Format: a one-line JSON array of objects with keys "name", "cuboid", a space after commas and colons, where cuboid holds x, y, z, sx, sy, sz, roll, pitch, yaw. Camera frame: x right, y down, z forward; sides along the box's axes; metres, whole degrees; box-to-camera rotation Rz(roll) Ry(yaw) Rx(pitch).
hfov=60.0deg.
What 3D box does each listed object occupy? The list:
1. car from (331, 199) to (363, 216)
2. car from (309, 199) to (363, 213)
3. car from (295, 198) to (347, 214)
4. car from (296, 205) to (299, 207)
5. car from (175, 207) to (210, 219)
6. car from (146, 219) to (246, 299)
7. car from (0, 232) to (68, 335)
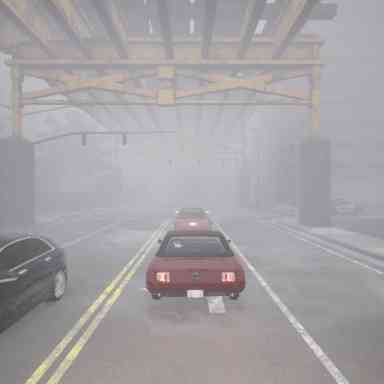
[{"name": "car", "cuboid": [13.125, 1.404, 30.494, 4.974, 1.542, 2.038, 0, 0, -20]}, {"name": "car", "cuboid": [13.174, 1.247, 30.512, 4.536, 1.218, 1.853, 0, 0, -20]}, {"name": "car", "cuboid": [13.432, 1.396, 34.655, 4.974, 1.542, 2.038, 0, 0, 25]}, {"name": "car", "cuboid": [13.479, 1.239, 34.633, 4.536, 1.218, 1.853, 0, 0, 25]}, {"name": "car", "cuboid": [0.018, 1.536, 18.347, 1.994, 1.385, 4.181, 0, 0, -1]}, {"name": "car", "cuboid": [0.059, 1.594, 8.387, 1.895, 1.301, 4.718, 0, 0, 0]}, {"name": "car", "cuboid": [-3.613, 1.503, 5.449, 1.837, 1.490, 4.892, 0, 0, 0]}]
